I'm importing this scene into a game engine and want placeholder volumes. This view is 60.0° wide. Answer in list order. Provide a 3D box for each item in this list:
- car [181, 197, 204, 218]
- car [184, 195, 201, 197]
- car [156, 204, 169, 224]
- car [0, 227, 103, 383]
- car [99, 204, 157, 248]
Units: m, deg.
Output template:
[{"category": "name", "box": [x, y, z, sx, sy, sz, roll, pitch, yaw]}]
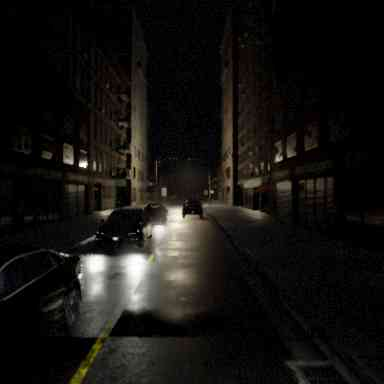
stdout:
[{"category": "car", "box": [0.055, 1.514, 30.572, 2.128, 1.511, 4.902, 0, 0, 0]}, {"category": "car", "box": [0.032, 1.554, 45.523, 1.837, 1.490, 4.892, 0, 0, 0]}, {"category": "car", "box": [-2.798, 1.578, 24.722, 1.994, 1.385, 4.181, 0, 0, 1]}, {"category": "car", "box": [-2.857, 1.494, 4.091, 2.128, 1.511, 4.902, 0, 0, 0]}, {"category": "car", "box": [-2.856, 1.511, 14.855, 1.837, 1.490, 4.892, 0, 0, 0]}]
